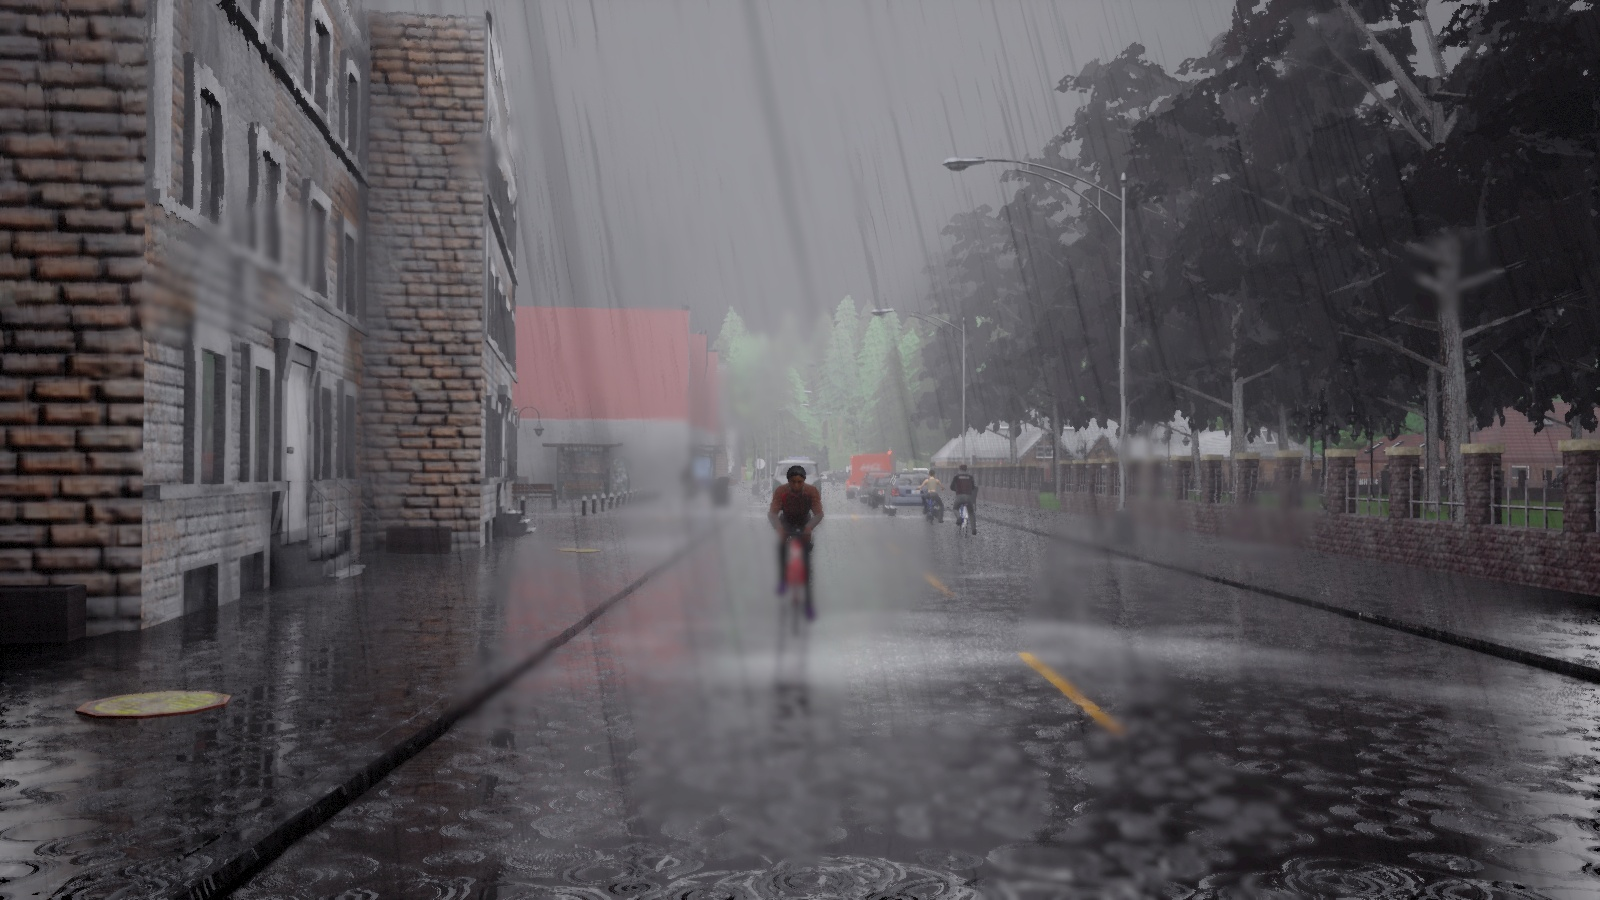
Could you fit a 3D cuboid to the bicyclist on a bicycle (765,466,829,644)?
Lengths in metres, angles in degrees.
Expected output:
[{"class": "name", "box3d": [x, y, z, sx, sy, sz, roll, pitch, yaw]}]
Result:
[{"class": "bicyclist on a bicycle", "box3d": [-0.029, 0.974, 12.313, 0.582, 1.620, 1.656, 0, -1, 0]}]

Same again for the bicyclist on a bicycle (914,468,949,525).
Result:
[{"class": "bicyclist on a bicycle", "box3d": [3.907, 1.360, 37.326, 0.866, 1.612, 1.509, 0, 0, 0]}]

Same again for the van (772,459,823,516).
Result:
[{"class": "van", "box3d": [-0.100, 1.339, 46.026, 1.775, 1.987, 4.442, 0, -1, 0]}]

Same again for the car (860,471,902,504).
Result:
[{"class": "car", "box3d": [3.887, 1.798, 60.942, 1.789, 1.549, 3.705, 0, -1, 0]}]

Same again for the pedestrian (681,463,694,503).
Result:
[{"class": "pedestrian", "box3d": [-5.175, 1.511, 57.922, 0.431, 1.840, 0.703, 0, -1, 10]}]

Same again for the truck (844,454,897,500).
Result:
[{"class": "truck", "box3d": [3.876, 1.480, 69.708, 2.627, 2.467, 5.204, 0, -1, 0]}]

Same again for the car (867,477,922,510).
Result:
[{"class": "car", "box3d": [3.895, 1.779, 52.486, 1.895, 1.301, 4.718, 0, -1, 0]}]

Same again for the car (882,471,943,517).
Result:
[{"class": "car", "box3d": [3.902, 1.515, 44.035, 1.789, 1.549, 3.705, 0, -1, 0]}]

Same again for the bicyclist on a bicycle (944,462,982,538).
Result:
[{"class": "bicyclist on a bicycle", "box3d": [3.927, 1.178, 30.399, 0.659, 1.776, 1.843, 0, 0, 0]}]
